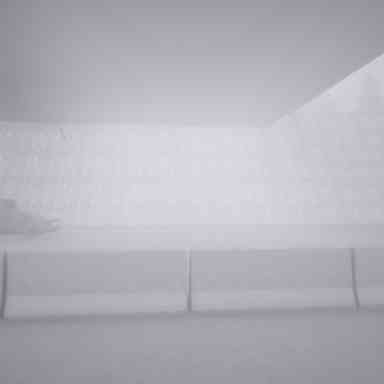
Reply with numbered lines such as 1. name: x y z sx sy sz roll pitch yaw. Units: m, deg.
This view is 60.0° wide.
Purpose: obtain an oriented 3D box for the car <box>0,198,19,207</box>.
1. car: -13.692 1.400 20.832 5.566 2.045 2.150 0 -1 -6

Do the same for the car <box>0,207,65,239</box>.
1. car: -9.689 1.707 17.745 5.357 1.411 2.033 0 -1 -6
